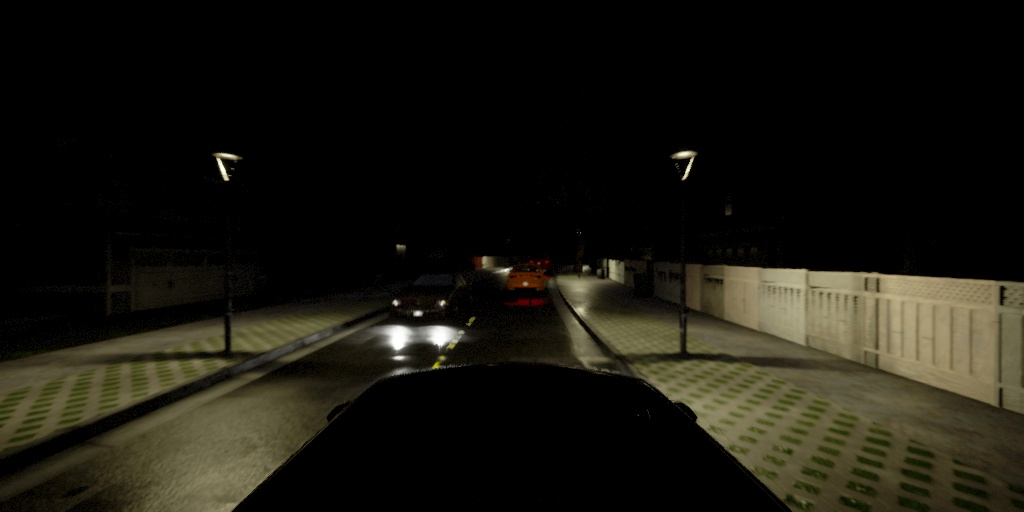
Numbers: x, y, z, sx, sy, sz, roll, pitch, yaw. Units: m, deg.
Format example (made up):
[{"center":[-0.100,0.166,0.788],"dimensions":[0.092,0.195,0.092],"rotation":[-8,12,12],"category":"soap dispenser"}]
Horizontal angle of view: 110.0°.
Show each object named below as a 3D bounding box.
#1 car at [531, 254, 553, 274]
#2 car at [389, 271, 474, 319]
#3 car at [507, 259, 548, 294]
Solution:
[{"center":[3.128,0.785,38.178],"dimensions":[2.150,2.045,5.566],"rotation":[0,0,10],"category":"car"},{"center":[-2.569,1.245,12.872],"dimensions":[2.033,1.411,5.357],"rotation":[0,0,3],"category":"car"},{"center":[0.823,1.140,19.429],"dimensions":[1.882,1.535,5.008],"rotation":[0,0,4],"category":"car"}]
